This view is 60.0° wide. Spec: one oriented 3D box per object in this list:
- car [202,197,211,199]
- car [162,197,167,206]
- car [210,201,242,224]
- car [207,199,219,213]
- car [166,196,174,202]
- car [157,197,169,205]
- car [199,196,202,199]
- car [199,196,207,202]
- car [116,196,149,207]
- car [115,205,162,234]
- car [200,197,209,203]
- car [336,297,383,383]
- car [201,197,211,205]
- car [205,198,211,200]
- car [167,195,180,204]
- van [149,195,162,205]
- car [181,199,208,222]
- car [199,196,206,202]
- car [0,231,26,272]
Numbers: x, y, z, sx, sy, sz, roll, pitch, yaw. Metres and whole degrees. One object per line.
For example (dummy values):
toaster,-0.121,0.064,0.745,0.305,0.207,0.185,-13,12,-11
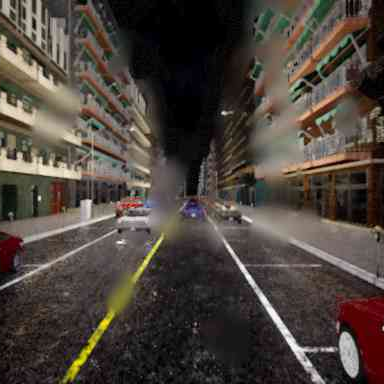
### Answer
car,2.709,1.536,42.157,1.967,1.590,4.097,0,0,0
car,-5.668,1.449,53.506,2.192,1.841,5.009,0,0,0
car,2.702,1.607,25.172,2.008,1.369,4.403,0,0,0
car,2.704,1.619,30.834,2.008,1.369,4.403,0,0,0
car,-5.653,1.809,87.307,1.752,1.417,4.829,0,0,0
car,-5.663,1.726,64.829,1.887,1.381,4.507,0,0,0
car,0.120,1.629,44.977,1.812,1.442,4.674,0,0,0
car,2.725,1.801,81.793,1.887,1.381,4.507,0,0,0
car,-5.677,1.384,30.859,2.192,1.841,5.009,0,0,0
car,-3.091,1.645,19.619,1.895,1.301,4.718,0,0,0
car,2.722,1.776,76.127,1.887,1.381,4.507,0,0,0
car,2.692,1.551,2.522,1.887,1.381,4.507,0,0,0
car,2.718,1.707,64.972,1.752,1.417,4.829,0,0,0
car,2.706,1.626,36.497,1.887,1.381,4.507,0,0,0
car,-2.973,1.356,60.564,2.033,1.411,5.357,0,0,0
van,-5.669,1.453,47.846,1.690,1.788,3.998,0,0,0
car,0.111,1.586,27.239,1.812,1.442,4.674,0,0,0
car,2.726,1.810,87.621,1.752,1.417,4.829,0,0,0
car,-5.687,1.601,8.208,1.802,1.307,4.206,0,0,0
